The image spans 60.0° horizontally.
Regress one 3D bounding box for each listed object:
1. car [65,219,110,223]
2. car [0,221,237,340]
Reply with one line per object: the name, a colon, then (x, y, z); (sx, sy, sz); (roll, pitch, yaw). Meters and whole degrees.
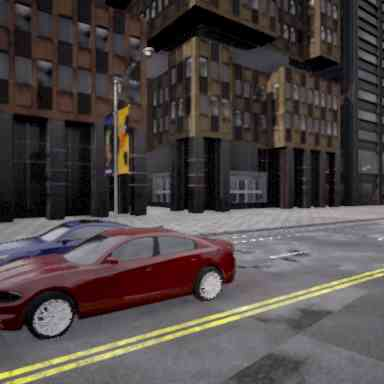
car: (-3.205, 1.530, 9.384); (4.674, 1.442, 1.812); (0, 0, -36)
car: (-1.333, 1.482, 6.739); (5.008, 1.535, 1.882); (0, 0, -35)
